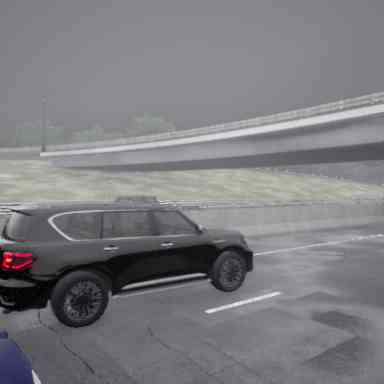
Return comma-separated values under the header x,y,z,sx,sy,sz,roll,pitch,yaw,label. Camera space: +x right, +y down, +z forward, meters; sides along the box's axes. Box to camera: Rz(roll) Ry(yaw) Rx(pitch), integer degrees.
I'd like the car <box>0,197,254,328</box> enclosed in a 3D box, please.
x,y,z,sx,sy,sz,roll,pitch,yaw,label
-1.164,1.222,7.216,5.566,2.045,2.150,0,0,-36,car

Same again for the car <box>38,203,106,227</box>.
x,y,z,sx,sy,sz,roll,pitch,yaw,label
-8.513,1.565,23.667,4.181,1.385,1.994,0,0,-35,car

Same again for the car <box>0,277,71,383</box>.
x,y,z,sx,sy,sz,roll,pitch,yaw,label
-3.174,1.600,1.482,4.718,1.301,1.895,0,0,-36,car

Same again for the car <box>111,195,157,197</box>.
x,y,z,sx,sy,sz,roll,pitch,yaw,label
-4.692,1.225,22.070,5.566,2.045,2.150,0,0,-35,car

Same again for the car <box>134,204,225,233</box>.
x,y,z,sx,sy,sz,roll,pitch,yaw,label
-0.693,1.551,20.597,5.357,1.411,2.033,0,0,-35,car
